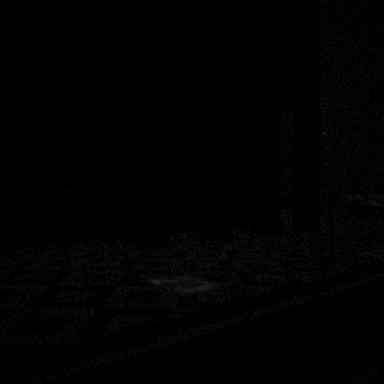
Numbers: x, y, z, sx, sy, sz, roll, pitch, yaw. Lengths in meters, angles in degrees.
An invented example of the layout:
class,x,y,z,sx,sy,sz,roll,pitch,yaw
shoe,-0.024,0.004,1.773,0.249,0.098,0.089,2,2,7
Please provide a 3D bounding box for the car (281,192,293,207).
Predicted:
class,x,y,z,sx,sy,sz,roll,pitch,yaw
car,11.582,1.149,42.965,1.812,1.442,4.674,0,1,-35

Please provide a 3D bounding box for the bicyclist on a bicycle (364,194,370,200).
class,x,y,z,sx,sy,sz,roll,pitch,yaw
bicyclist on a bicycle,20.789,1.029,39.608,1.656,1.620,0.582,0,1,-36

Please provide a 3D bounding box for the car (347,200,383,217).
class,x,y,z,sx,sy,sz,roll,pitch,yaw
car,14.771,1.366,28.275,2.008,1.369,4.403,1,0,-36

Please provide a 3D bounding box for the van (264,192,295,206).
class,x,y,z,sx,sy,sz,roll,pitch,yaw
van,12.199,0.930,46.548,1.690,1.788,3.998,1,0,-36
